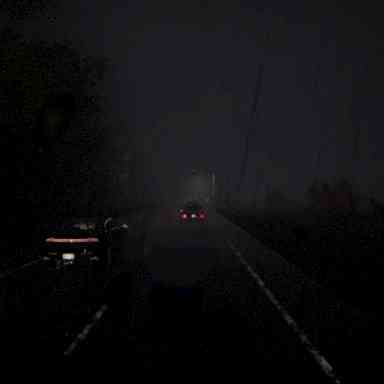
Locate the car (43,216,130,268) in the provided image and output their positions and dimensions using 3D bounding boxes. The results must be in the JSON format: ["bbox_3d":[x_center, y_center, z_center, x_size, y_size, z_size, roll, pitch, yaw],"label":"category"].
[{"bbox_3d":[-3.403,1.579,11.594,2.128,1.511,4.902,0,0,0],"label":"car"}]

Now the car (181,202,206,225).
[{"bbox_3d":[0.092,1.737,25.563,2.033,1.411,5.357,0,0,0],"label":"car"}]

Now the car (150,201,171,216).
[{"bbox_3d":[-3.409,1.768,35.996,1.837,1.490,4.892,0,-1,0],"label":"car"}]
